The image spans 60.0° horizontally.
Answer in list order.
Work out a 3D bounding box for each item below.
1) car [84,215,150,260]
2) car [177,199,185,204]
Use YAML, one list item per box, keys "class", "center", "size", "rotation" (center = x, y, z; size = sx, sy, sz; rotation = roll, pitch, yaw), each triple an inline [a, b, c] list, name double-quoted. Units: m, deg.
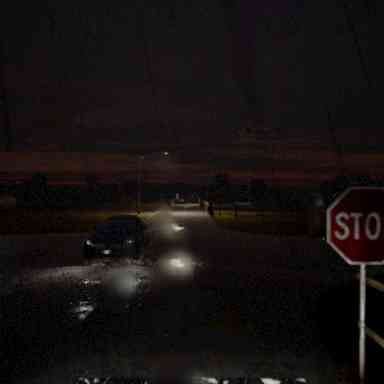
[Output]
- class: "car"
  center: [-2.750, 1.671, 13.081]
  size: [1.812, 1.442, 4.674]
  rotation: [0, 0, 0]
- class: "car"
  center: [-2.781, 2.318, 83.130]
  size: [2.097, 1.767, 4.553]
  rotation: [0, -1, 0]
